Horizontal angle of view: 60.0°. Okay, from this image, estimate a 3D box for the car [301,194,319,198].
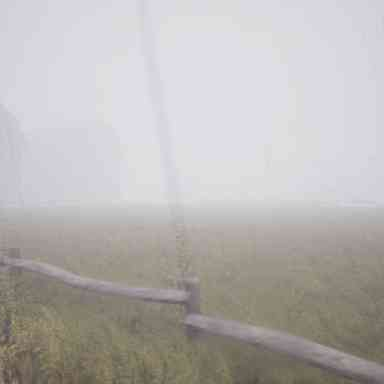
[{"bbox_3d":[32.061,1.292,89.836,4.605,1.855,1.932,0,0,35],"label":"car"}]

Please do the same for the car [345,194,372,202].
[{"bbox_3d":[35.012,1.514,70.773,4.611,1.667,2.242,0,0,35],"label":"car"}]
